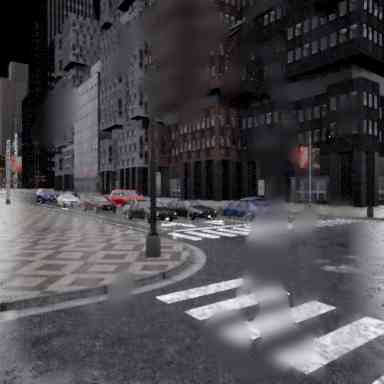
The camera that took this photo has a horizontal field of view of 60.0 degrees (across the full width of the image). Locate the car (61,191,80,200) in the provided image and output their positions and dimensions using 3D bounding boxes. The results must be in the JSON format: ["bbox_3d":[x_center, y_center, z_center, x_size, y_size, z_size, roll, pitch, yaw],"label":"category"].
[{"bbox_3d":[-22.461,0.572,61.269,1.882,1.535,5.008,0,1,-36],"label":"car"}]

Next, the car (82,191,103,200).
[{"bbox_3d":[-18.341,0.621,61.129,2.128,1.511,4.902,0,1,-36],"label":"car"}]

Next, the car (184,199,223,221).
[{"bbox_3d":[-0.460,1.274,25.041,2.033,1.411,5.357,0,1,-39],"label":"car"}]

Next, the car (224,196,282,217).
[{"bbox_3d":[5.127,1.195,28.812,1.882,1.535,5.008,0,1,-36],"label":"car"}]

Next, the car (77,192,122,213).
[{"bbox_3d":[-8.663,1.075,30.867,1.882,1.535,5.008,0,1,-36],"label":"car"}]

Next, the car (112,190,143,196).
[{"bbox_3d":[-6.415,0.804,33.302,2.150,2.045,5.566,0,1,-36],"label":"car"}]

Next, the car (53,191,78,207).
[{"bbox_3d":[-14.460,0.980,38.843,1.812,1.442,4.674,0,1,-35],"label":"car"}]

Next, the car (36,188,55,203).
[{"bbox_3d":[-20.676,0.516,47.508,2.150,2.045,5.566,0,1,-36],"label":"car"}]

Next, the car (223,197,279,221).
[{"bbox_3d":[3.952,1.305,24.897,2.033,1.411,5.357,0,1,-36],"label":"car"}]

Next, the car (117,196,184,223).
[{"bbox_3d":[-3.065,1.279,23.183,2.033,1.411,5.357,0,1,-35],"label":"car"}]
